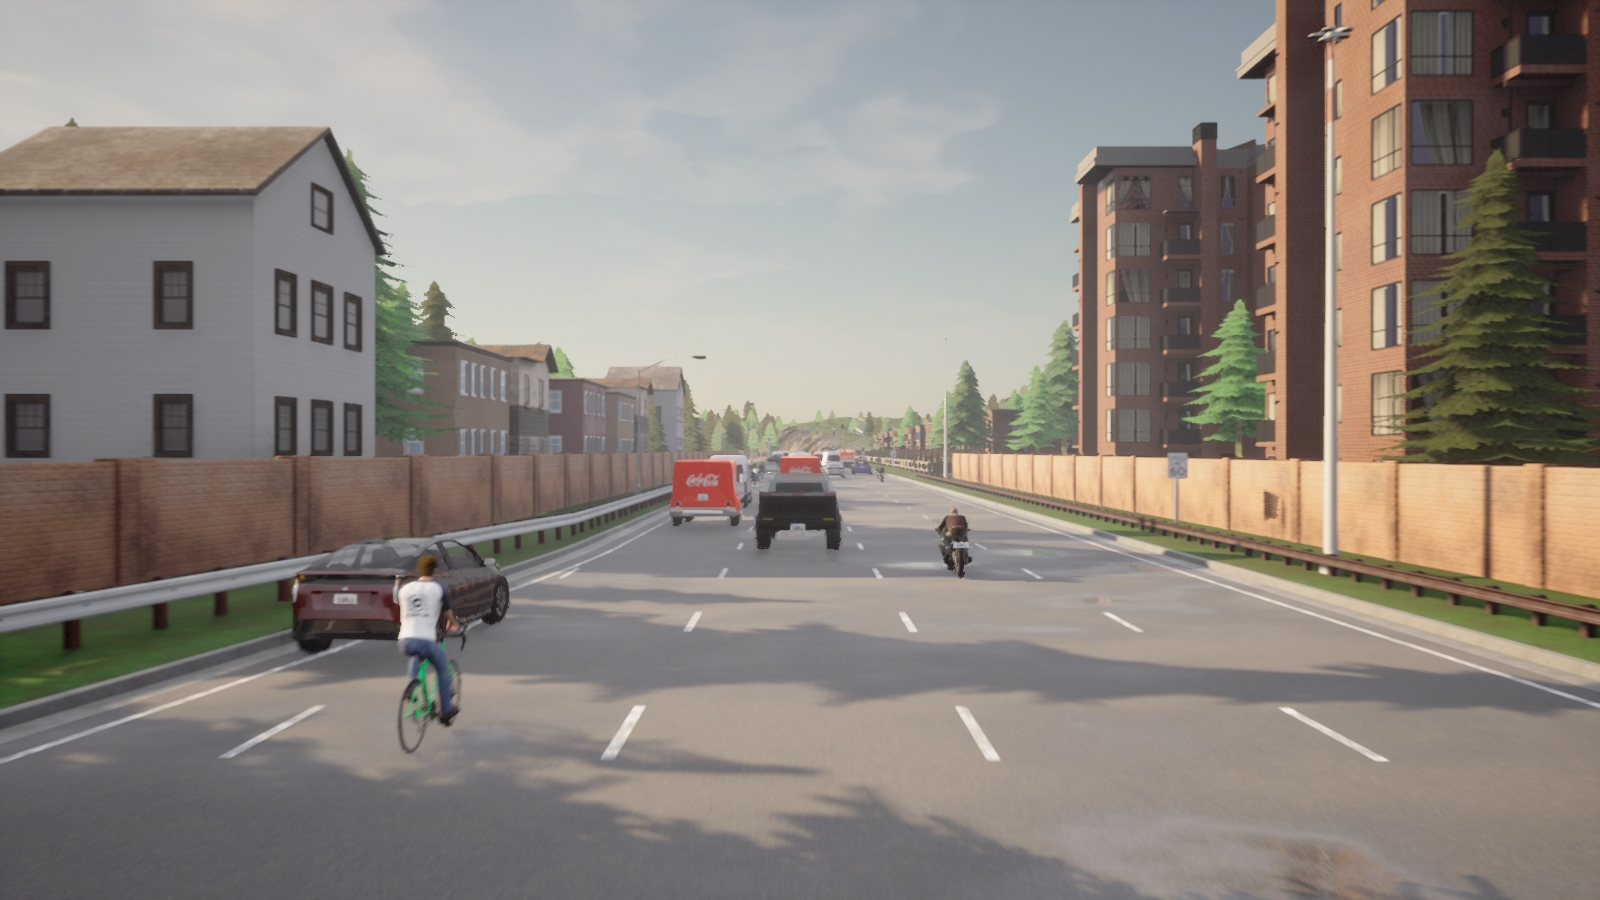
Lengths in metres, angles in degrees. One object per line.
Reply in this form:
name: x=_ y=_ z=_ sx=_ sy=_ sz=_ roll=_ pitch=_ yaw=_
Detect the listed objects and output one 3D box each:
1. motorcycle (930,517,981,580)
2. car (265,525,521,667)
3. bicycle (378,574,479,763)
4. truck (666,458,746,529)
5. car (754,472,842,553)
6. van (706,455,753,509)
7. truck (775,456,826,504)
motorcycle: x=3.508 y=2.205 z=25.937 sx=0.867 sy=1.251 sz=2.209 roll=0 pitch=0 yaw=0
car: x=-5.829 y=2.040 z=17.056 sx=2.007 sy=1.525 sz=4.514 roll=0 pitch=0 yaw=3
bicycle: x=-3.567 y=2.055 z=11.085 sx=0.373 sy=1.496 sz=1.643 roll=0 pitch=1 yaw=3
truck: x=-3.486 y=1.572 z=43.554 sx=2.627 sy=2.467 sz=5.204 roll=0 pitch=0 yaw=0
car: x=-0.019 y=1.754 z=34.168 sx=2.390 sy=2.098 sz=6.274 roll=0 pitch=0 yaw=1
van: x=-3.494 y=1.535 z=57.556 sx=1.988 sy=2.561 sz=5.915 roll=0 pitch=0 yaw=0
truck: x=0.011 y=1.570 z=61.532 sx=2.627 sy=2.467 sz=5.204 roll=0 pitch=0 yaw=0
